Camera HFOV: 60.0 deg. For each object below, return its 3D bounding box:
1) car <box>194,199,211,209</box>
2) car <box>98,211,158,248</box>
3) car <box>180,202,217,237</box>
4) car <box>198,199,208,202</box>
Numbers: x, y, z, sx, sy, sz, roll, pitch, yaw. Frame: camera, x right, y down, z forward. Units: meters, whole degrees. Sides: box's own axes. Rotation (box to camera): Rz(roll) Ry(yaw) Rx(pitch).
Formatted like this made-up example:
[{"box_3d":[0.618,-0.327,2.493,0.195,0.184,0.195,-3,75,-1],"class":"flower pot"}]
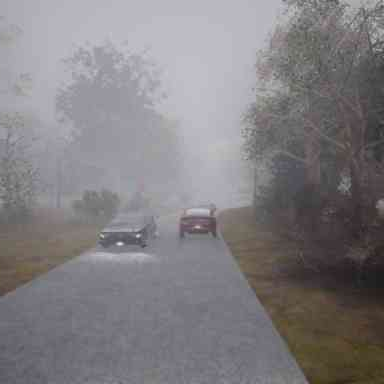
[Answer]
[{"box_3d":[1.879,2.057,58.158,2.097,1.767,4.553,0,-1,11],"class":"car"},{"box_3d":[-2.685,1.600,15.282,2.033,1.411,5.357,0,0,1],"class":"car"},{"box_3d":[0.375,1.546,18.395,1.882,1.535,5.008,0,-1,2],"class":"car"},{"box_3d":[1.903,1.880,38.885,1.994,1.385,4.181,0,-1,6],"class":"car"}]
